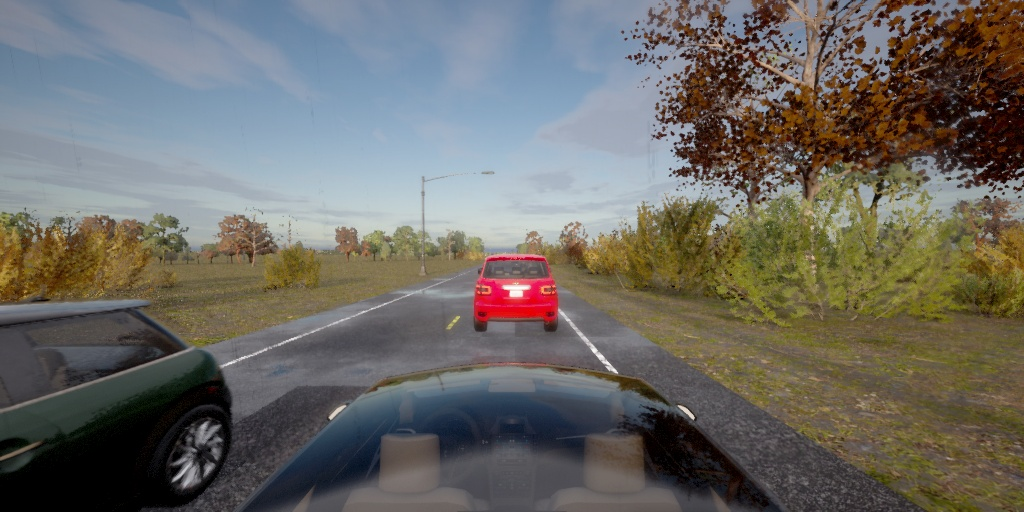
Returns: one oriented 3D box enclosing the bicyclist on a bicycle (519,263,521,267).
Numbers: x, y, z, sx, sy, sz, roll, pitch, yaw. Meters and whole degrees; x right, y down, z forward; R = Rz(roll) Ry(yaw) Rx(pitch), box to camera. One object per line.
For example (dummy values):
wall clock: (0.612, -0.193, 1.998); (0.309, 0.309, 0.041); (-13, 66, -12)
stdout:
bicyclist on a bicycle: (0.902, 1.110, 28.727); (0.659, 1.776, 1.843); (0, 0, 0)

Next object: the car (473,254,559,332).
car: (0.091, 0.968, 11.008); (2.150, 2.045, 5.566); (0, 0, 0)

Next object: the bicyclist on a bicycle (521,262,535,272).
bicyclist on a bicycle: (0.942, 1.114, 18.714); (0.659, 1.776, 1.843); (0, 0, 0)

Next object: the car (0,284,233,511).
car: (-3.604, 1.102, 1.336); (2.097, 1.767, 4.553); (0, 0, 0)
